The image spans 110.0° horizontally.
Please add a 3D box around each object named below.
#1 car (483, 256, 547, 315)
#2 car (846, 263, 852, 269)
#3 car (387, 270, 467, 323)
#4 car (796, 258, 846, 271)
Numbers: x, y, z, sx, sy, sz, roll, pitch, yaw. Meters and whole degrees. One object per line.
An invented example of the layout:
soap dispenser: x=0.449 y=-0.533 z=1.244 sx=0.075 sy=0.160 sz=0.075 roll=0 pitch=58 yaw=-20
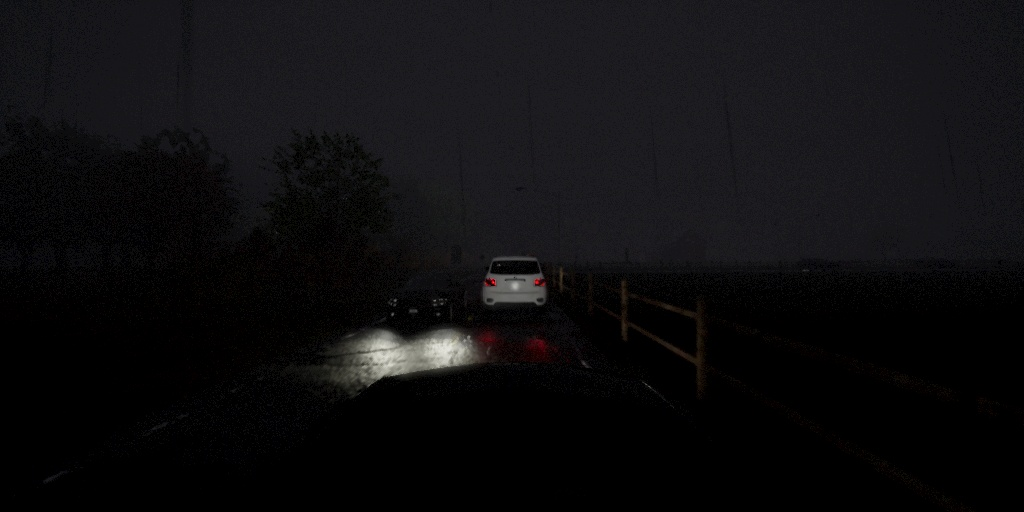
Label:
car: x=0.102 y=1.016 z=13.971 sx=2.150 sy=2.045 sz=5.566 roll=0 pitch=0 yaw=0
car: x=42.911 y=1.252 z=48.799 sx=5.357 sy=1.411 sz=2.033 roll=0 pitch=-1 yaw=0
car: x=-2.749 y=1.267 z=12.498 sx=1.882 sy=1.535 sz=5.008 roll=0 pitch=0 yaw=0
car: x=39.250 y=1.044 z=45.959 sx=4.553 sy=1.767 sz=2.097 roll=0 pitch=-1 yaw=-1
